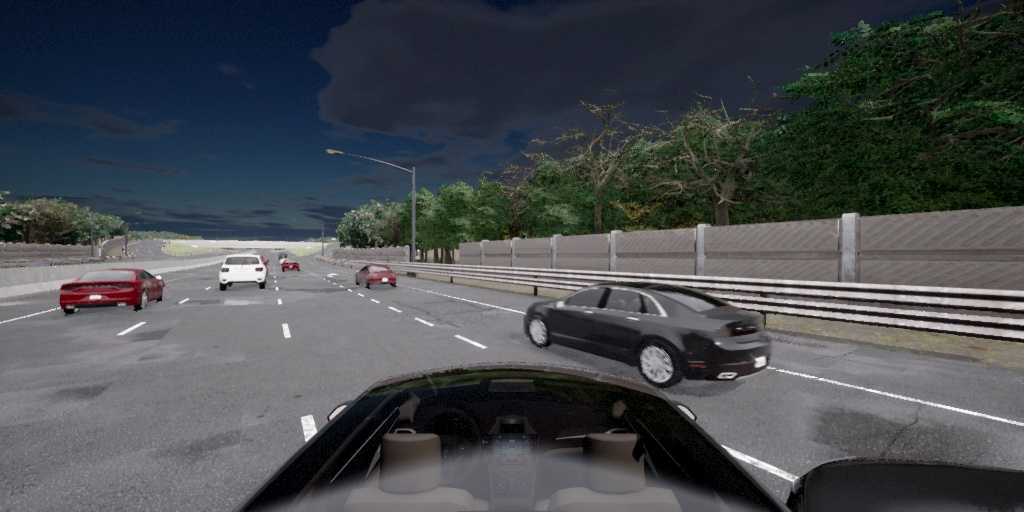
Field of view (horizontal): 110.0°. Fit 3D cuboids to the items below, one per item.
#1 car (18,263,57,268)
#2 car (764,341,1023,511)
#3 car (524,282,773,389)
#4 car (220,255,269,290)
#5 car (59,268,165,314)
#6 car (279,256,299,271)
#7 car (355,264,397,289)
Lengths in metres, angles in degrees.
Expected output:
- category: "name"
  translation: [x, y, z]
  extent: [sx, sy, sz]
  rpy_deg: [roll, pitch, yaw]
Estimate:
- category: "car"
  translation: [-38.204, 1.284, 29.002]
  extent: [1.994, 1.385, 4.181]
  rpy_deg: [0, 0, -34]
- category: "car"
  translation: [2.984, 1.315, 0.547]
  extent: [4.181, 1.385, 1.994]
  rpy_deg: [0, 0, 34]
- category: "car"
  translation: [2.143, 1.254, 7.061]
  extent: [1.837, 1.490, 4.892]
  rpy_deg: [0, 0, -34]
- category: "car"
  translation: [-16.825, 0.958, 22.611]
  extent: [2.150, 2.045, 5.566]
  rpy_deg: [0, 0, -34]
- category: "car"
  translation: [-15.180, 1.222, 13.914]
  extent: [1.882, 1.535, 5.008]
  rpy_deg: [0, 0, -34]
- category: "car"
  translation: [-29.480, 1.190, 47.638]
  extent: [1.882, 1.535, 5.008]
  rpy_deg: [0, 0, -34]
- category: "car"
  translation: [-8.909, 1.269, 23.390]
  extent: [1.812, 1.442, 4.674]
  rpy_deg: [0, 0, -34]
